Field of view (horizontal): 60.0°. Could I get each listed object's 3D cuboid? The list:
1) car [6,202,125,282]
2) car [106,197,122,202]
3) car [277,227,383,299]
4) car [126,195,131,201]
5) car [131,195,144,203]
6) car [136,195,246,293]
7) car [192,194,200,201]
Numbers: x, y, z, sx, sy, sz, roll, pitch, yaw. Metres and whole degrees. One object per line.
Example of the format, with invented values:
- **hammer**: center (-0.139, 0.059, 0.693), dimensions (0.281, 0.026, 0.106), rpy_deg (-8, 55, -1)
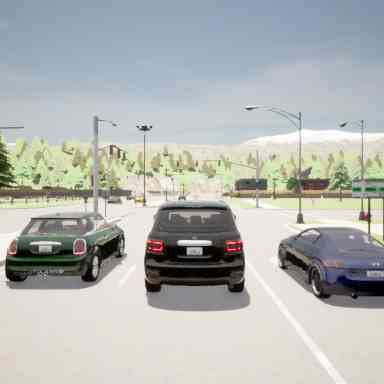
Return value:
- **car**: center (-3.420, 1.352, 9.924), dimensions (2.097, 1.767, 4.553), rpy_deg (0, 0, 0)
- **car**: center (-14.325, 1.547, 61.590), dimensions (2.033, 1.411, 5.357), rpy_deg (0, 0, 2)
- **car**: center (3.575, 1.564, 8.485), dimensions (1.994, 1.385, 4.181), rpy_deg (0, 0, 0)
- **car**: center (-14.011, 1.367, 77.451), dimensions (1.994, 1.385, 4.181), rpy_deg (0, 0, 1)
- **car**: center (-10.659, 1.477, 68.587), dimensions (1.882, 1.535, 5.008), rpy_deg (0, 0, 1)
- **car**: center (0.072, 1.221, 9.030), dimensions (2.150, 2.045, 5.566), rpy_deg (0, 0, 0)
- **car**: center (1.089, 1.311, 83.377), dimensions (1.882, 1.535, 5.008), rpy_deg (0, 0, 1)
